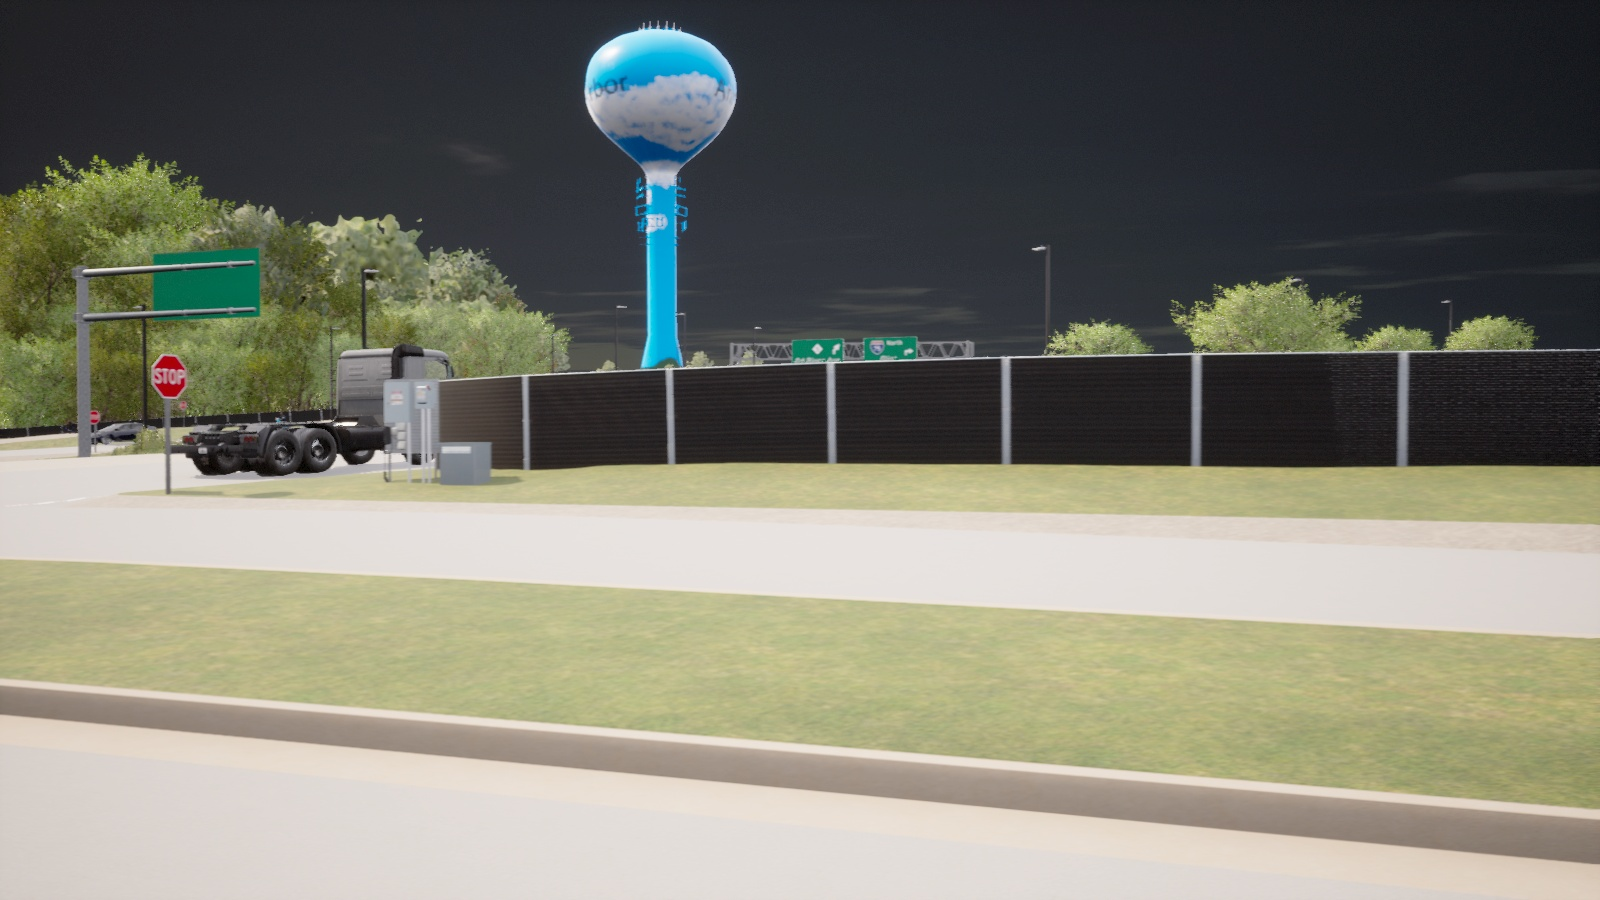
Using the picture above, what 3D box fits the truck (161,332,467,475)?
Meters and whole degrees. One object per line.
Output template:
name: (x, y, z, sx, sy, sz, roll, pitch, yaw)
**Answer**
truck: (-13.010, -1.290, 34.556, 2.891, 3.462, 7.936, 0, 2, 26)
